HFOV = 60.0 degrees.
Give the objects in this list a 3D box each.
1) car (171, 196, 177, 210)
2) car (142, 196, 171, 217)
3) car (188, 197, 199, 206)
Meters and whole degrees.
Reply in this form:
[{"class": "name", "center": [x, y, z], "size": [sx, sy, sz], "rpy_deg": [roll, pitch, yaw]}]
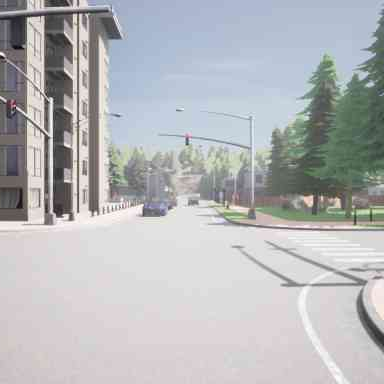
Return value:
[{"class": "car", "center": [-3.414, 1.492, 42.339], "size": [2.128, 1.511, 4.902], "rpy_deg": [0, 0, 0]}, {"class": "car", "center": [-3.465, 1.351, 31.532], "size": [2.097, 1.767, 4.553], "rpy_deg": [0, 0, 0]}, {"class": "car", "center": [0.225, 1.547, 55.778], "size": [2.033, 1.411, 5.357], "rpy_deg": [0, 0, 0]}]
